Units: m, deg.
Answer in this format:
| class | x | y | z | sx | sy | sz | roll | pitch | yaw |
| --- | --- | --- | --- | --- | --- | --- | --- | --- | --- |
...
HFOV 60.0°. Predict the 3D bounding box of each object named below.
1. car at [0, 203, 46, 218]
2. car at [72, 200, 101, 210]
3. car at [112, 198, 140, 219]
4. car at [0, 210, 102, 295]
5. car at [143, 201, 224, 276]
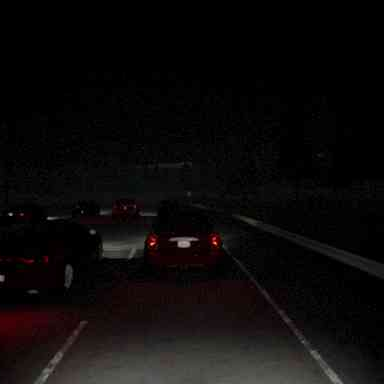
| class | x | y | z | sx | sy | sz | roll | pitch | yaw |
| --- | --- | --- | --- | --- | --- | --- | --- | --- | --- |
| car | -11.999 | 1.492 | 23.942 | 2.033 | 1.411 | 5.357 | 0 | 0 | -7 |
| car | -9.249 | 1.414 | 29.365 | 2.128 | 1.511 | 4.902 | 0 | 0 | -8 |
| car | -5.592 | 1.271 | 28.481 | 2.097 | 1.767 | 4.553 | 0 | 0 | -8 |
| car | -3.712 | 1.456 | 8.687 | 1.882 | 1.535 | 5.008 | 0 | 0 | -2 |
| car | -0.302 | 1.319 | 10.455 | 2.097 | 1.767 | 4.553 | 0 | 0 | -3 |
